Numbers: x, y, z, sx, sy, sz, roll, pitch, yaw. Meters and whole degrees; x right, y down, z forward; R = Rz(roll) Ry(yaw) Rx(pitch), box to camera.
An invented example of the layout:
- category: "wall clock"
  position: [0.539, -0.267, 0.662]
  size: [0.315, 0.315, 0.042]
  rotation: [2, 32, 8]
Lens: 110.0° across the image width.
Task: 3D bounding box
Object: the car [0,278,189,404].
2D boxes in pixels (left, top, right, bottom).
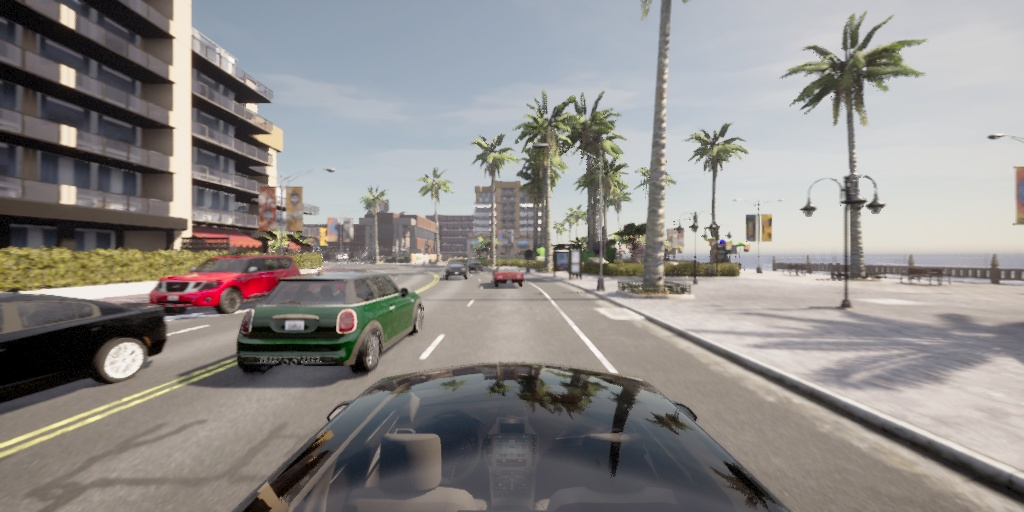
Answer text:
- category: "car"
  position: [-7.093, 1.227, 4.273]
  size: [1.882, 1.535, 5.008]
  rotation: [0, 0, 0]

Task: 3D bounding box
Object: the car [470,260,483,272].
- category: "car"
  position: [-4.986, 1.235, 44.692]
  size: [1.837, 1.490, 4.892]
  rotation: [0, 0, -20]

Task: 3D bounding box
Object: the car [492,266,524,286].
- category: "car"
  position: [-0.379, 1.340, 24.679]
  size: [1.895, 1.301, 4.718]
  rotation: [0, 0, -6]

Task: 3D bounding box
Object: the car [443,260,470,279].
- category: "car"
  position: [-5.062, 1.261, 32.254]
  size: [1.812, 1.442, 4.674]
  rotation: [0, 0, -11]

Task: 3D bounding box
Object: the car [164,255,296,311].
- category: "car"
  position: [-10.610, 0.968, 13.990]
  size: [2.150, 2.045, 5.566]
  rotation: [0, 0, 0]

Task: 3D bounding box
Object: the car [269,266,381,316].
- category: "car"
  position: [-7.109, 1.222, 14.389]
  size: [1.882, 1.535, 5.008]
  rotation: [0, 0, 0]

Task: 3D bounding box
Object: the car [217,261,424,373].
- category: "car"
  position: [-3.396, 1.099, 7.731]
  size: [2.097, 1.767, 4.553]
  rotation: [0, 0, 0]
